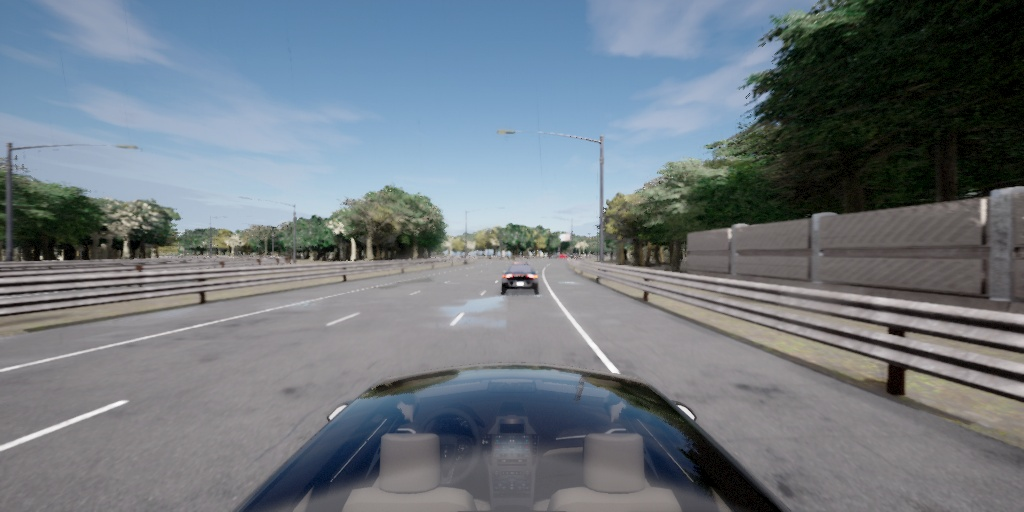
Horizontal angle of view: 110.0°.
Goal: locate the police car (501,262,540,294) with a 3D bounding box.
[{"bbox_3d":[0.477,1.141,19.587,2.038,1.542,4.974,0,0,2],"label":"police car"}]
